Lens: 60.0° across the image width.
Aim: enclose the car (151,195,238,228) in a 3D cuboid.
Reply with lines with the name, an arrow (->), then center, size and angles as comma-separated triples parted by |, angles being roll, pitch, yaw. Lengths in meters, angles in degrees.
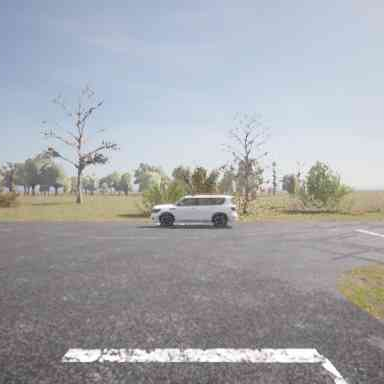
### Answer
car -> 0.165, 1.226, 21.560 | 5.566, 2.045, 2.150 | 0, 0, -1
